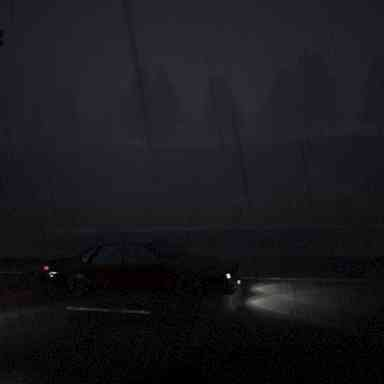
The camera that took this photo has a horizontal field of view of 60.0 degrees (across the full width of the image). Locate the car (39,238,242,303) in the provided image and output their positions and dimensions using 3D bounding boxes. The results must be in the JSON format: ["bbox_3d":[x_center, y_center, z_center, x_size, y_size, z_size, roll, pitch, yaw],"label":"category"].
[{"bbox_3d":[-1.409,1.988,9.046,5.357,1.411,2.033,-3,-2,16],"label":"car"}]
